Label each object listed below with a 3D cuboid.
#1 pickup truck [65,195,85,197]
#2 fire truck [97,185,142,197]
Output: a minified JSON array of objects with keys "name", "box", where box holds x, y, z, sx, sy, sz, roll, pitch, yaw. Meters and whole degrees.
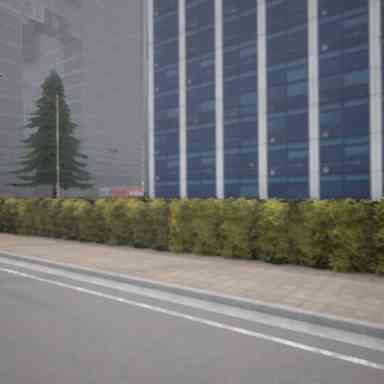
[{"name":"pickup truck","box":[-23.303,1.621,67.312,6.274,2.098,2.390,0,0,-24]},{"name":"fire truck","box":[-12.797,0.769,59.471,2.891,3.827,8.468,-1,0,35]}]
